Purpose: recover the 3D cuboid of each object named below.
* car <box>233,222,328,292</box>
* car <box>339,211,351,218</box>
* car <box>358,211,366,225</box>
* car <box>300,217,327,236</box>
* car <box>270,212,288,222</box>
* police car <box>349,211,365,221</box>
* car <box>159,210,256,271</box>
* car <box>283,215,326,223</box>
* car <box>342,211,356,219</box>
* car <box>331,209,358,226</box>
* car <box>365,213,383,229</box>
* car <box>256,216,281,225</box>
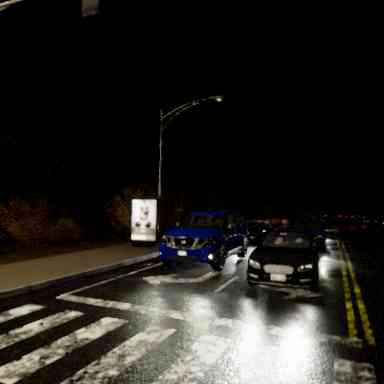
[{"bbox_3d":[3.040,1.928,10.393,2.128,1.511,4.902,0,-3,23],"label":"car"},{"bbox_3d":[34.985,5.188,76.279,1.812,1.442,4.674,0,-3,17],"label":"car"},{"bbox_3d":[24.002,3.680,45.790,2.128,1.511,4.902,0,-3,20],"label":"car"},{"bbox_3d":[10.287,2.859,28.016,1.895,1.301,4.718,0,-3,22],"label":"car"},{"bbox_3d":[8.273,2.744,31.788,2.097,1.767,4.553,0,-3,21],"label":"car"},{"bbox_3d":[30.208,4.355,60.990,1.930,1.638,5.238,0,-3,18],"label":"police car"},{"bbox_3d":[0.765,1.754,13.360,2.150,2.045,5.566,0,-3,23],"label":"car"},{"bbox_3d":[6.628,2.311,18.951,1.882,1.535,5.008,0,-3,22],"label":"car"},{"bbox_3d":[33.227,4.862,70.493,1.882,1.535,5.008,0,-3,17],"label":"car"},{"bbox_3d":[19.532,3.221,42.751,2.150,2.045,5.566,0,-3,20],"label":"car"},{"bbox_3d":[20.604,3.304,36.361,1.994,1.385,4.181,0,-3,21],"label":"car"},{"bbox_3d":[4.510,2.552,22.353,1.895,1.301,4.718,0,-3,22],"label":"car"}]
